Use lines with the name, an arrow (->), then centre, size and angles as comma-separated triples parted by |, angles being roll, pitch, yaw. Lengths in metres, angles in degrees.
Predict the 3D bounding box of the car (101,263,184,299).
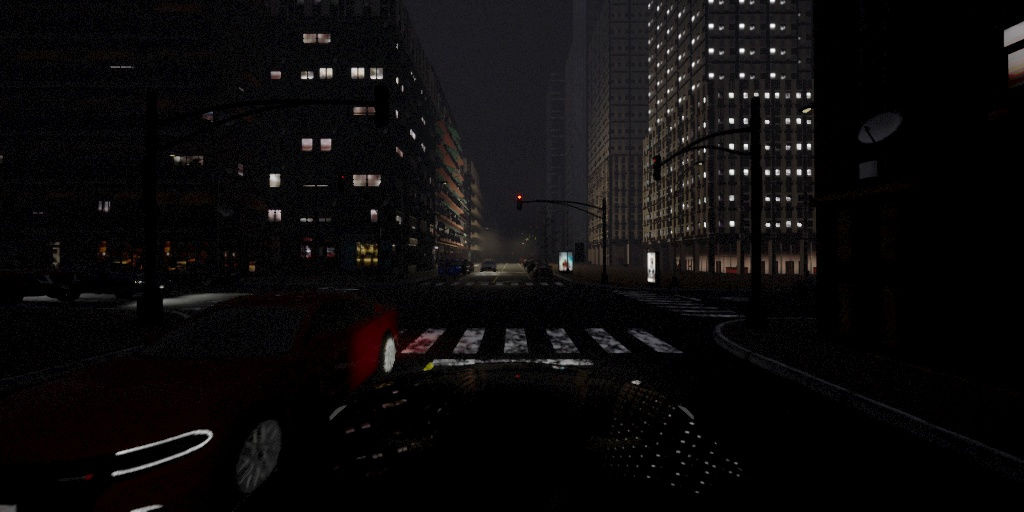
car -> -17.582, 1.033, 15.610 | 4.674, 1.442, 1.812 | 1, 0, 0

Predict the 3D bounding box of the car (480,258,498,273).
car -> -2.892, 1.301, 44.823 | 1.812, 1.442, 4.674 | 0, 0, 0

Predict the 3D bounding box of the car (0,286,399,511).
car -> -2.993, 1.228, 4.582 | 1.882, 1.535, 5.008 | 0, 0, 0

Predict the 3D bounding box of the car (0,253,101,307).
car -> -18.744, 0.784, 12.990 | 5.009, 1.841, 2.192 | 0, 0, 0

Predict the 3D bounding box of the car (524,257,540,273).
car -> 2.795, 1.208, 43.545 | 1.967, 1.591, 4.097 | 0, 0, 0

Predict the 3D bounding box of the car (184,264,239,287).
car -> -18.745, 1.104, 21.370 | 4.313, 1.339, 1.948 | 0, 0, 0

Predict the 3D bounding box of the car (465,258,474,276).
car -> -5.600, 1.079, 38.039 | 2.192, 1.841, 5.009 | 0, 0, 0

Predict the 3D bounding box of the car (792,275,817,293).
car -> 19.443, 1.644, 21.679 | 4.403, 1.370, 2.007 | 0, 0, 0

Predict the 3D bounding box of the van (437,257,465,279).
van -> -5.613, 1.102, 32.511 | 1.690, 1.789, 3.998 | 0, 0, 0

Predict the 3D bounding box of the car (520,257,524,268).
car -> 2.836, 1.221, 60.127 | 1.967, 1.591, 4.097 | 0, 0, 0

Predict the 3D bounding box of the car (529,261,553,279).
car -> 2.768, 1.343, 32.489 | 1.802, 1.307, 4.207 | 0, 0, 0
